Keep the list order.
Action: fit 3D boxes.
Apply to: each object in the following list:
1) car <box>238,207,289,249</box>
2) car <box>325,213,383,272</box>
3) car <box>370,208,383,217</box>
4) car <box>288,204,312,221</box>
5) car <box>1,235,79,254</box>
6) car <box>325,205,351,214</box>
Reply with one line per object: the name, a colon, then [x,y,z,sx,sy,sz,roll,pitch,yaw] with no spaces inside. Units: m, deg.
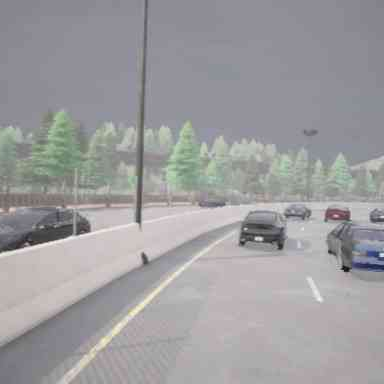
car: [3.343,1.591,15.346,1.837,1.490,4.892,2,1,17]
car: [5.740,1.727,11.181,2.033,1.411,5.357,2,0,15]
car: [17.209,2.111,30.071,1.994,1.385,4.181,2,0,28]
car: [10.110,1.836,31.697,2.033,1.411,5.357,2,0,28]
car: [-5.242,1.290,11.054,1.837,1.490,4.892,2,0,14]
car: [13.138,1.879,29.898,1.882,1.535,5.008,2,0,27]
